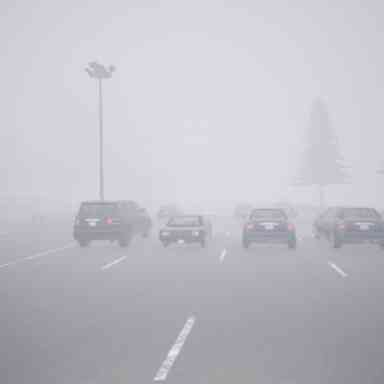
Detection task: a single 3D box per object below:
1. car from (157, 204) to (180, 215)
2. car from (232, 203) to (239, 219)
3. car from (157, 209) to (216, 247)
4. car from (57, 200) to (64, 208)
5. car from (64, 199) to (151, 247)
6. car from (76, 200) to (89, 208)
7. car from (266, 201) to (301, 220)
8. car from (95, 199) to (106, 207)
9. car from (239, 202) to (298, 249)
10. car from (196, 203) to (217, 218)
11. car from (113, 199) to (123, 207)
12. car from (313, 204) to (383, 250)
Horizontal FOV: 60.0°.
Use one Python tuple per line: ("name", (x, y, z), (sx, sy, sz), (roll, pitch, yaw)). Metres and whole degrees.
("car", (-2.115, 1.823, 31.746), (1.994, 1.385, 4.181), (-1, 0, 3))
("car", (4.873, 1.725, 31.377), (1.994, 1.385, 4.181), (-1, 0, 3))
("car", (-0.132, 1.716, 15.638), (1.895, 1.301, 4.718), (-1, 0, 8))
("car", (-25.335, 2.346, 65.798), (2.128, 1.511, 4.902), (-1, 0, -11))
("car", (-3.613, 1.383, 16.050), (2.150, 2.045, 5.566), (-1, 0, 8))
("car", (-21.915, 2.377, 66.576), (1.895, 1.301, 4.718), (-1, 0, -11))
("car", (8.357, 1.657, 30.914), (2.033, 1.411, 5.357), (-1, 0, 3))
("car", (-18.514, 2.241, 67.410), (1.837, 1.490, 4.892), (-1, 0, -11))
("car", (3.325, 1.414, 15.117), (2.097, 1.767, 4.553), (-1, -1, 8))
("car", (1.383, 1.736, 31.647), (1.812, 1.442, 4.674), (-1, 0, 3))
("car", (-15.106, 2.200, 68.214), (1.837, 1.490, 4.892), (-1, 0, -11))
("car", (6.788, 1.363, 14.617), (2.097, 1.767, 4.553), (-1, -1, 8))
